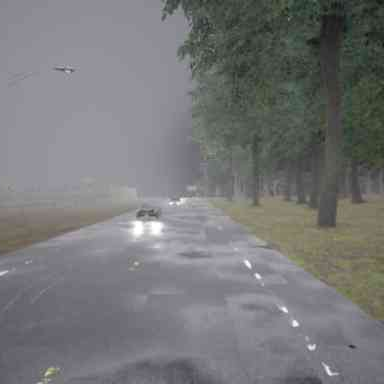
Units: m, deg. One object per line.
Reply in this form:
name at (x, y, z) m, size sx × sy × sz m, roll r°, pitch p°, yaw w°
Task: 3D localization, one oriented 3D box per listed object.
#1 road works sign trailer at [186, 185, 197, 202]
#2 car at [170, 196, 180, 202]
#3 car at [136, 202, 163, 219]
road works sign trailer at (-0.012, 0.279, 71.664) m, size 2.380 × 3.560 × 2.880 m, roll 0°, pitch 0°, yaw 1°
car at (-3.513, 1.389, 69.518) m, size 1.895 × 1.301 × 4.718 m, roll 0°, pitch 0°, yaw 0°
car at (-3.604, 1.573, 28.673) m, size 1.895 × 1.301 × 4.718 m, roll 0°, pitch 0°, yaw 0°
